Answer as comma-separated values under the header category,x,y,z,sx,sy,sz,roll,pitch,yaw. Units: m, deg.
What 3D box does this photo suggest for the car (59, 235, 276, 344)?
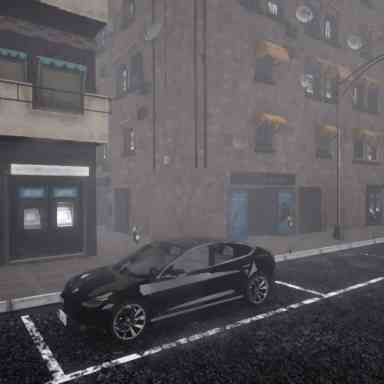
category,x,y,z,sx,sy,sz,roll,pitch,yaw
car,-0.224,1.566,6.415,4.313,1.339,1.947,0,0,-36
